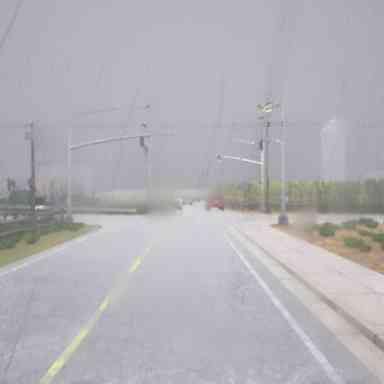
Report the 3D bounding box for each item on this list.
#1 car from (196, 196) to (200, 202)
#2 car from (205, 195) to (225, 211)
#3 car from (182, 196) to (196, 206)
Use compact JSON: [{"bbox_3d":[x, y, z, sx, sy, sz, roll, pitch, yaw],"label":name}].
[{"bbox_3d":[0.990,1.770,85.520,1.882,1.535,5.008,0,0,-3],"label":"car"},{"bbox_3d":[2.994,1.389,44.155,2.150,2.045,5.566,0,0,-3],"label":"car"},{"bbox_3d":[-0.855,1.702,58.654,2.128,1.511,4.902,0,0,-2],"label":"car"}]
